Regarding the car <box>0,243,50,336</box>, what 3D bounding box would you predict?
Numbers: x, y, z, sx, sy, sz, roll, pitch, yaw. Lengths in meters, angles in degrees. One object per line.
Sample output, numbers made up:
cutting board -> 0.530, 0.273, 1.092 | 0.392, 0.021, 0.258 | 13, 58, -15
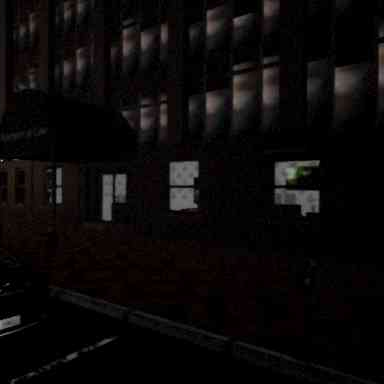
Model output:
car -> -4.217, 1.500, 5.724 | 4.403, 1.369, 2.008 | 1, 0, 35
